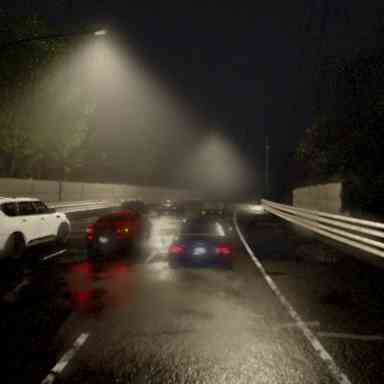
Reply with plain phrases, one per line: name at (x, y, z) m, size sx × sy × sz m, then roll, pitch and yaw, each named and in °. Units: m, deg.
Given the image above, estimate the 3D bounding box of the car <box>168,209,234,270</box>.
car at (0.370, 1.525, 10.928) m, size 2.033 × 1.411 × 5.357 m, roll 0°, pitch 0°, yaw 4°

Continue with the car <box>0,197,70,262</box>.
car at (-6.554, 1.196, 12.220) m, size 2.150 × 2.045 × 5.566 m, roll 0°, pitch 0°, yaw 4°

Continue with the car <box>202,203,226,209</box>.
car at (1.779, 1.545, 26.909) m, size 1.895 × 1.301 × 4.718 m, roll 0°, pitch 0°, yaw 7°

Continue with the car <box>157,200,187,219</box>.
car at (-1.619, 1.435, 27.874) m, size 2.128 × 1.511 × 4.902 m, roll 0°, pitch 0°, yaw 8°

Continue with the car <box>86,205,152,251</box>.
car at (-2.911, 1.496, 13.946) m, size 1.812 × 1.442 × 4.674 m, roll 0°, pitch 0°, yaw 4°

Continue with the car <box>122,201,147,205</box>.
car at (-5.010, 1.464, 28.904) m, size 1.812 × 1.442 × 4.674 m, roll 0°, pitch 0°, yaw 8°
